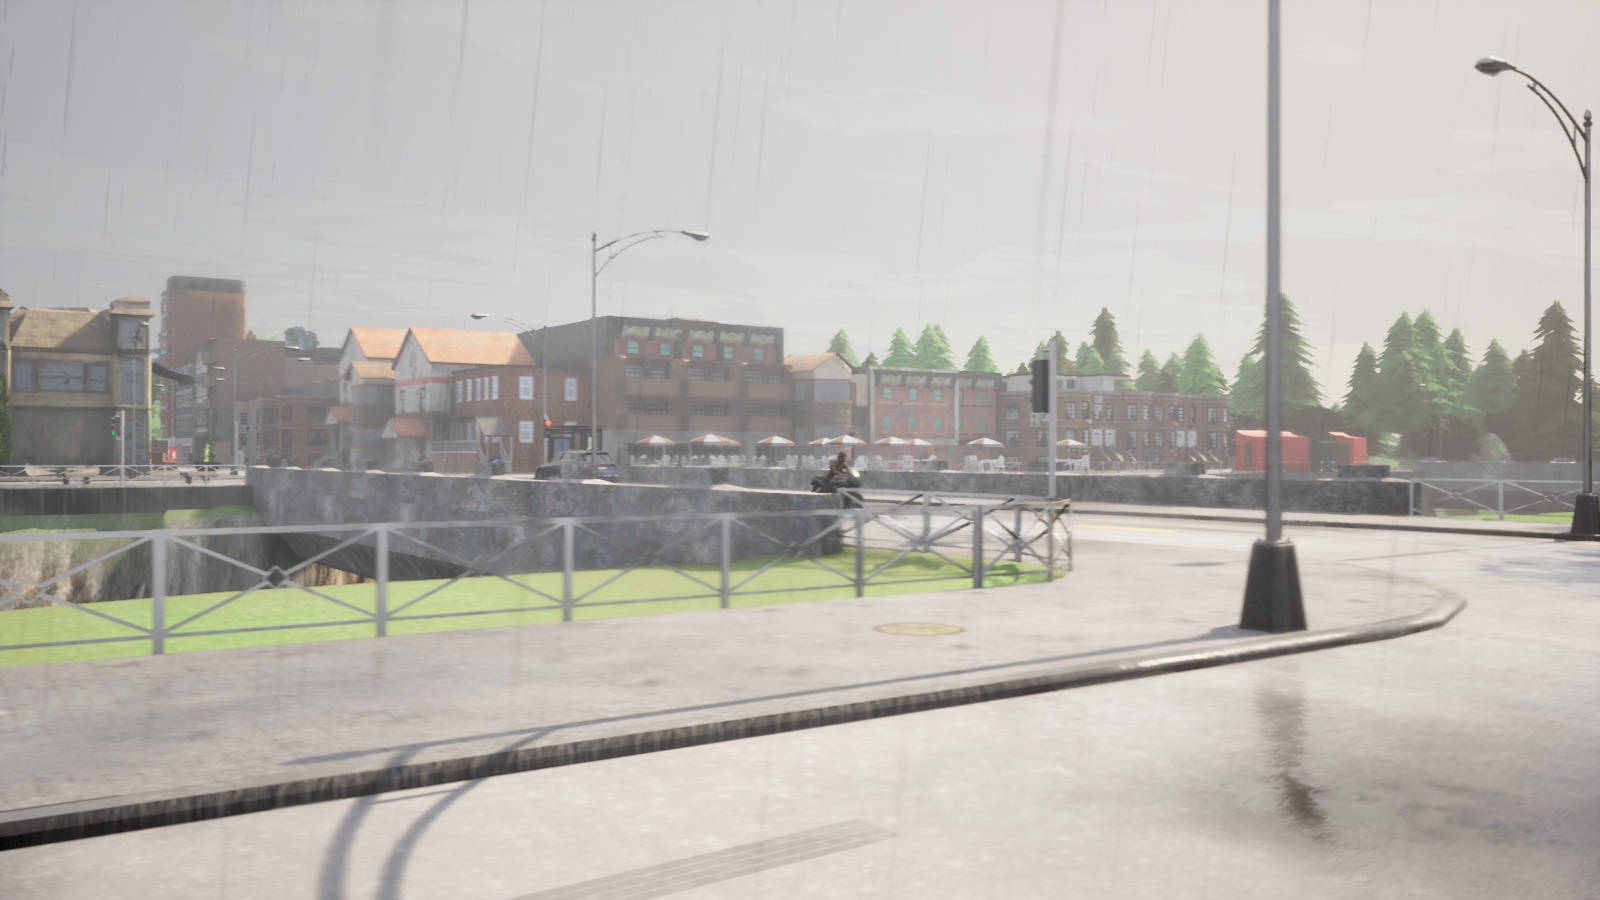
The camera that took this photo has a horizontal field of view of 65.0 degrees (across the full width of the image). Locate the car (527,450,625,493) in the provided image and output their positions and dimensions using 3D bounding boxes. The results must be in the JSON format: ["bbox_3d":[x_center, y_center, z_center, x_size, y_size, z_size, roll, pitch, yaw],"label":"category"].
[{"bbox_3d":[-9.040,0.818,50.443,2.033,1.649,4.856,0,0,-35],"label":"car"}]

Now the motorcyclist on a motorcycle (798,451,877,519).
[{"bbox_3d":[0.851,0.797,29.282,0.797,1.523,2.044,0,0,-34],"label":"motorcyclist on a motorcycle"}]
